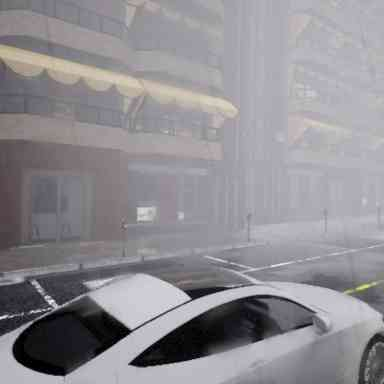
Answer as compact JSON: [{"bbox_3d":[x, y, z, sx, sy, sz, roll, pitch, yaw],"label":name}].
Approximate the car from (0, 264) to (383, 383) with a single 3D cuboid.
[{"bbox_3d":[0.229,1.526,3.442,4.674,1.442,1.812,0,0,-35],"label":"car"}]
